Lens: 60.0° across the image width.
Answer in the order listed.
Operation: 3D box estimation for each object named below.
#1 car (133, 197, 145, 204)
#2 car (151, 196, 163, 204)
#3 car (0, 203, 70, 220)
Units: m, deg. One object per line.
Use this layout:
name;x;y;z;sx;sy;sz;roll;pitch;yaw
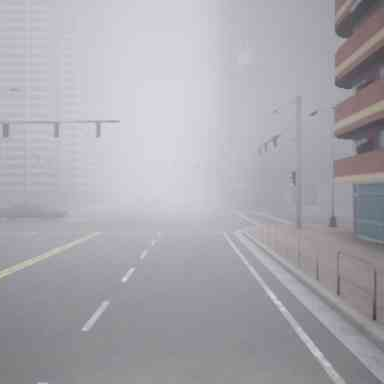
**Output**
car;-10.491;1.682;66.484;2.033;1.411;5.357;0;0;0
car;-6.993;1.496;66.788;2.097;1.767;4.553;0;0;0
car;-13.132;1.621;27.748;5.357;1.411;2.033;0;0;0
